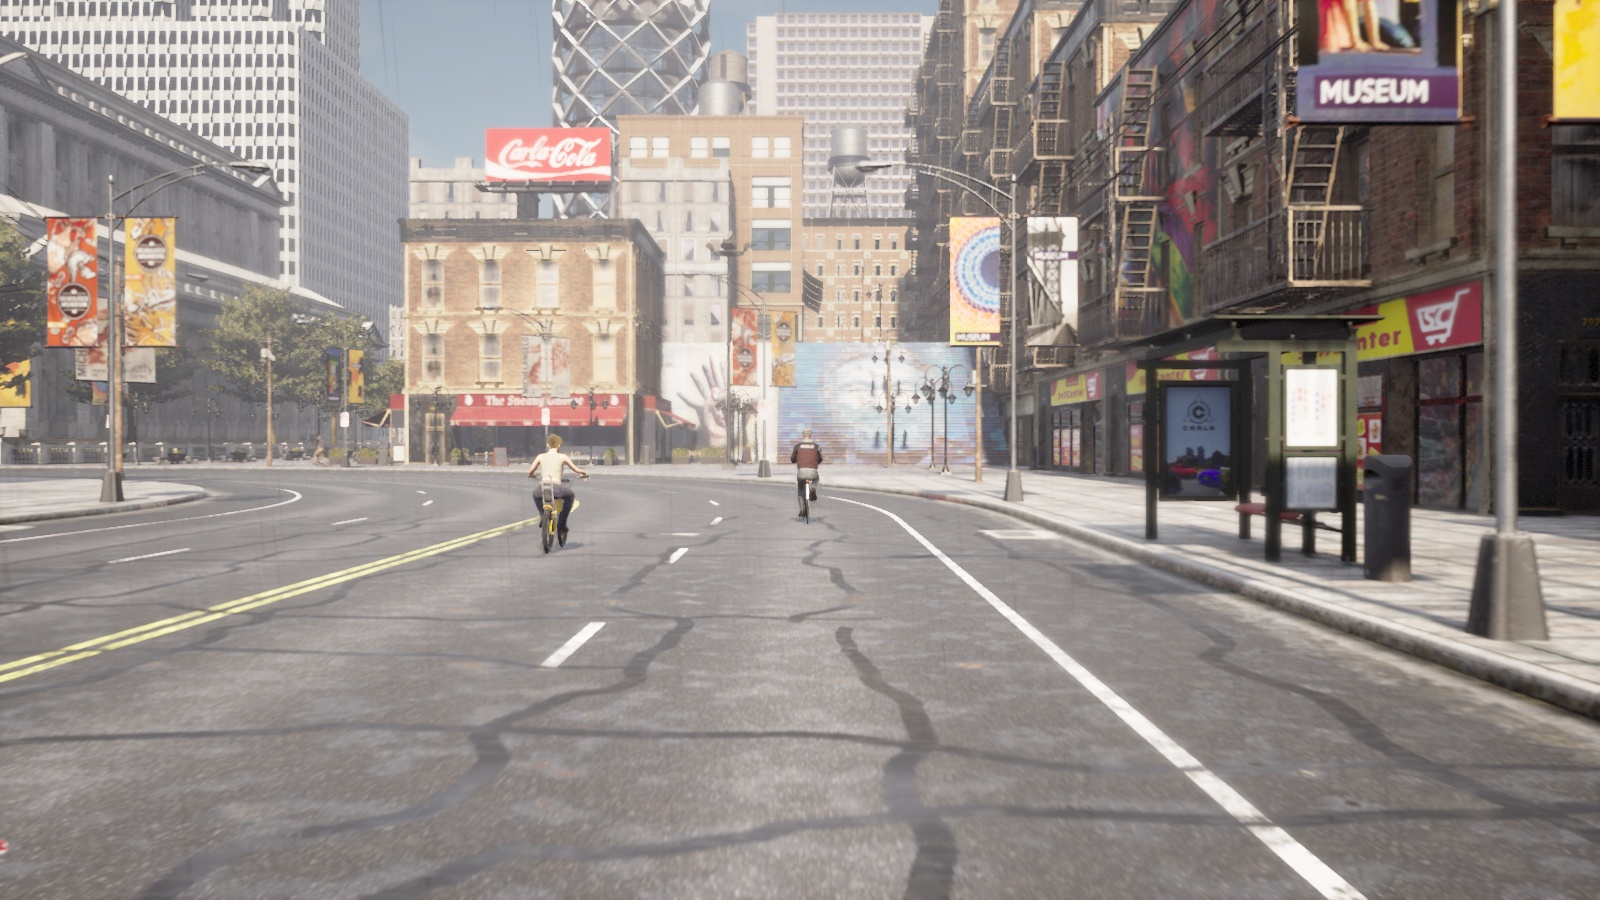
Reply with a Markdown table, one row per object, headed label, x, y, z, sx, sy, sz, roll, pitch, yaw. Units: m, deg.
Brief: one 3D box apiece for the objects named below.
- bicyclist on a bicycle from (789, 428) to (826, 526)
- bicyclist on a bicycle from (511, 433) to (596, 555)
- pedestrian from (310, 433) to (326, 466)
| label | x | y | z | sx | sy | sz | roll | pitch | yaw |
| --- | --- | --- | --- | --- | --- | --- | --- | --- | --- |
| bicyclist on a bicycle | 0.130 | 0.484 | 23.609 | 0.659 | 1.776 | 1.843 | 0 | 1 | 0 |
| bicyclist on a bicycle | -3.393 | 0.582 | 17.407 | 0.866 | 1.612 | 1.509 | 0 | 0 | 1 |
| pedestrian | -27.585 | -0.024 | 71.860 | 0.694 | 1.848 | 0.540 | 0 | 0 | 17 |
